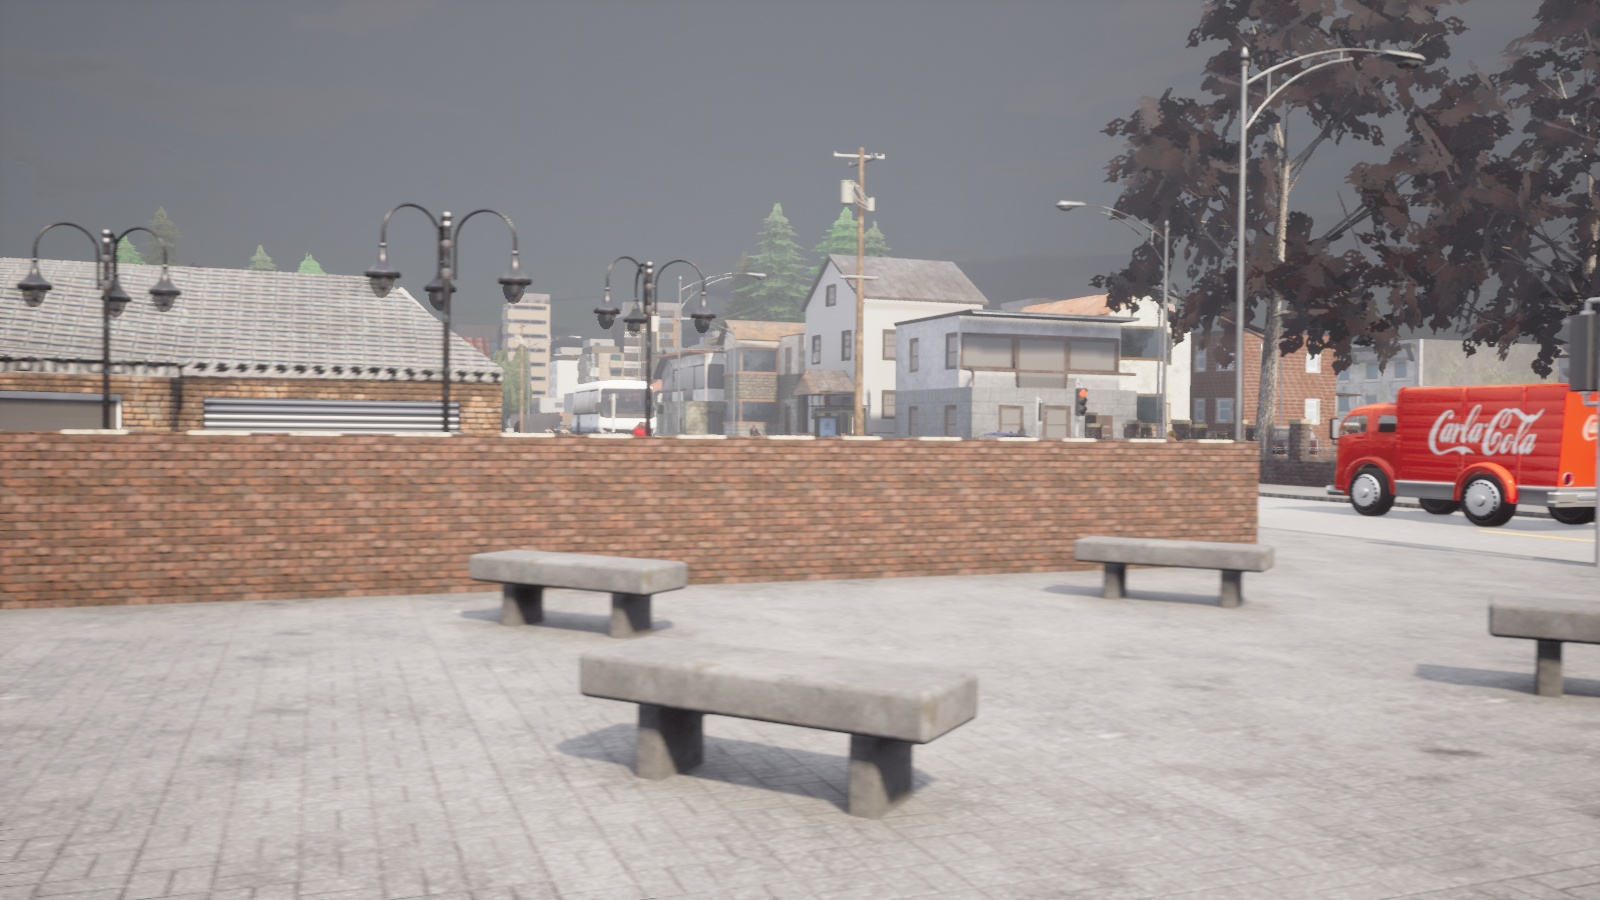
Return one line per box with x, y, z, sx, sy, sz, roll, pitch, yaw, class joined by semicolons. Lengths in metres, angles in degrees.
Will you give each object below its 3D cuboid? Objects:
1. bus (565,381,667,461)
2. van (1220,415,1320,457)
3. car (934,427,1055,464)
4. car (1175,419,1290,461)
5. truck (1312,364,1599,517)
-10.815;-1.648;72.806;3.944;4.253;10.273;-1;1;-19;bus
22.806;-0.689;60.943;4.442;1.987;1.775;-1;1;-20;van
8.585;-0.222;55.537;5.008;1.535;1.882;-1;1;-21;car
18.992;-0.447;55.125;4.553;1.767;2.097;-1;1;-23;car
12.411;-0.200;23.117;2.627;2.467;5.204;-1;1;-22;truck
